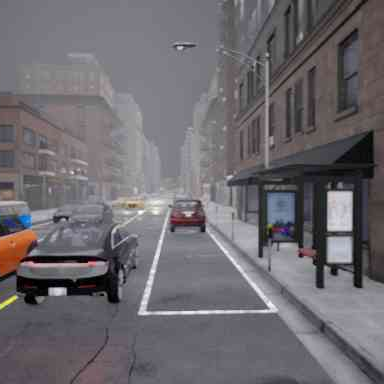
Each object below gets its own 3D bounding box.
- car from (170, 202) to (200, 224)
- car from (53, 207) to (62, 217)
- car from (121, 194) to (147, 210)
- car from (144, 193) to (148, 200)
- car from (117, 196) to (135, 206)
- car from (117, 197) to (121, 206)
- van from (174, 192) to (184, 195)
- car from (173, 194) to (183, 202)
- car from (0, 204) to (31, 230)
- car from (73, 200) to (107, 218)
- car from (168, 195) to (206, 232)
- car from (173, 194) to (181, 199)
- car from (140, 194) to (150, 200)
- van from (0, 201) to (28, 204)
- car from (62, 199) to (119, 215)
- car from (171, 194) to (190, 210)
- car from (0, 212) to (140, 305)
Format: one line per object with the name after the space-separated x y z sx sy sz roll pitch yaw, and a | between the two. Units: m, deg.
-0.597 1.485 24.817 2.008 1.369 4.403 0 0 -3 | car
-8.691 1.473 24.384 1.947 1.339 4.313 0 0 -3 | car
-6.908 1.342 40.346 1.882 1.535 5.008 0 0 -3 | car
-11.273 1.331 72.971 1.802 1.307 4.206 0 0 -3 | car
-10.125 1.370 51.377 2.008 1.369 4.403 0 0 -3 | car
-9.829 1.363 45.809 1.752 1.417 4.829 0 0 -3 | car
-1.183 1.240 35.613 1.690 1.788 3.998 0 0 -3 | van
-2.944 1.233 68.003 1.967 1.590 4.097 0 0 -3 | car
-5.261 1.322 7.391 2.097 1.767 4.553 0 0 -2 | car
-8.977 1.434 29.782 1.887 1.381 4.507 0 0 -3 | car
-0.303 1.266 19.418 2.192 1.841 5.009 0 0 -3 | car
-4.117 1.274 89.596 2.008 1.369 4.403 0 0 -3 | car
-11.847 1.265 83.768 2.008 1.369 4.403 0 0 -3 | car
-8.116 1.283 13.586 1.690 1.788 3.998 0 0 -3 | van
-5.890 1.433 19.885 1.837 1.490 4.892 0 1 -3 | car
-1.477 1.197 41.012 2.192 1.841 5.009 0 0 -3 | car
-2.406 1.470 8.060 2.128 1.511 4.902 0 0 -3 | car
